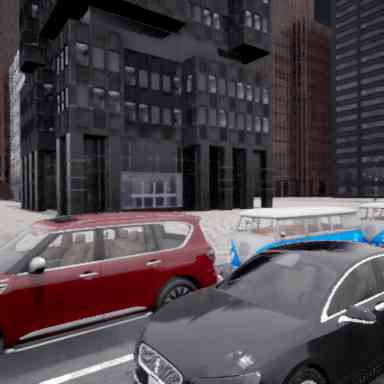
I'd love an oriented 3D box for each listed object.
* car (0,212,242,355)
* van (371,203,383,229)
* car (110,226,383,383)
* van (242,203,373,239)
[{"bbox_3d":[-1.845,1.307,5.335,5.009,1.841,2.192,-1,0,-36],"label":"car"},{"bbox_3d":[7.382,1.250,11.952,3.998,1.788,1.690,-1,0,-36],"label":"van"},{"bbox_3d":[1.628,1.479,4.422,4.892,1.490,1.837,0,0,-36],"label":"car"},{"bbox_3d":[2.769,1.291,8.643,3.998,1.788,1.690,-1,0,-36],"label":"van"}]
